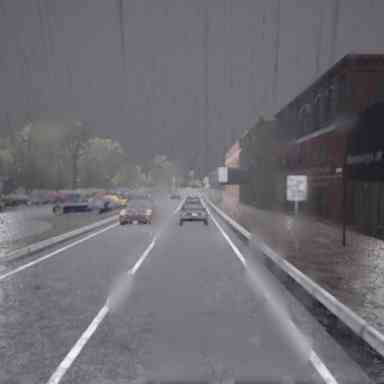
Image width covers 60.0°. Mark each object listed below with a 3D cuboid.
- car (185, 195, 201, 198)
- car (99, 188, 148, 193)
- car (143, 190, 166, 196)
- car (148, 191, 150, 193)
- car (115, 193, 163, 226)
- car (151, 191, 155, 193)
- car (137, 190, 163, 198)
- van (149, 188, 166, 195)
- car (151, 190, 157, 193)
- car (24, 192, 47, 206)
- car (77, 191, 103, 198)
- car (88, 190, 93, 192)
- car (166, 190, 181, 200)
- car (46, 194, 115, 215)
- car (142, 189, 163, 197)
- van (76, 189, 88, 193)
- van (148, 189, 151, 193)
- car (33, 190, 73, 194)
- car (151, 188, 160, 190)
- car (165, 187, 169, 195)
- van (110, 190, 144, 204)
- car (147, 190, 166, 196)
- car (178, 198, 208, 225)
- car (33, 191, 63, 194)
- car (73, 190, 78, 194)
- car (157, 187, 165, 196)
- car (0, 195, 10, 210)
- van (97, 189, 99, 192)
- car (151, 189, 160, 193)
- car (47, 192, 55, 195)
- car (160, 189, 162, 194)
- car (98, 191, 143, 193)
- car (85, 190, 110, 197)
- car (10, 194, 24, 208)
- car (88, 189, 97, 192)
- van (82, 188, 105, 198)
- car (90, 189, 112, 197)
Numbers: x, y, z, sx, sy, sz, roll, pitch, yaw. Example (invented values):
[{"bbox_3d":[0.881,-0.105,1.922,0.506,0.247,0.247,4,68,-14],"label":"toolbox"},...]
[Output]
[{"bbox_3d":[0.138,1.088,42.134,2.128,1.511,4.902,0,1,0],"label":"car"},{"bbox_3d":[-9.255,0.762,45.456,5.566,2.045,2.435,0,0,0],"label":"car"},{"bbox_3d":[-9.233,0.233,82.205,5.366,1.575,1.946,0,1,0],"label":"car"},{"bbox_3d":[-9.250,1.006,51.109,4.674,1.452,2.002,0,0,0],"label":"car"},{"bbox_3d":[-3.342,1.183,21.837,2.097,1.767,4.553,0,1,0],"label":"car"},{"bbox_3d":[-9.213,0.931,56.774,4.674,1.452,2.002,0,1,0],"label":"car"},{"bbox_3d":[-9.287,0.453,73.731,5.366,1.575,1.946,0,1,0],"label":"car"},{"bbox_3d":[-9.127,-0.137,87.848,4.442,1.987,1.878,0,1,0],"label":"van"},{"bbox_3d":[-9.190,0.862,59.607,4.674,1.452,2.002,0,1,0],"label":"car"},{"bbox_3d":[-21.886,1.037,42.672,4.892,1.521,2.231,0,0,0],"label":"car"},{"bbox_3d":[-21.695,0.530,70.924,4.892,1.521,2.231,0,1,0],"label":"car"},{"bbox_3d":[-21.778,0.778,62.459,4.792,1.488,2.163,0,2,0],"label":"car"},{"bbox_3d":[-3.118,0.797,62.882,2.033,1.411,5.357,0,1,1],"label":"car"},{"bbox_3d":[-9.422,1.184,28.504,4.792,1.488,2.163,0,0,0],"label":"car"},{"bbox_3d":[-9.115,0.257,76.552,4.553,1.767,2.185,0,1,0],"label":"car"},{"bbox_3d":[-21.646,0.596,59.626,4.442,1.987,1.878,0,1,0],"label":"van"},{"bbox_3d":[-9.346,0.714,53.813,4.442,1.987,1.878,0,1,0],"label":"van"},{"bbox_3d":[-21.796,0.715,51.016,5.566,2.045,2.435,0,0,0],"label":"car"},{"bbox_3d":[-9.187,0.550,65.253,4.553,1.767,2.185,0,1,0],"label":"car"},{"bbox_3d":[-8.880,0.306,79.378,5.366,1.575,1.946,0,1,0],"label":"car"},{"bbox_3d":[-9.382,0.764,48.282,4.442,1.987,1.878,0,0,0],"label":"van"},{"bbox_3d":[-9.026,0.202,85.030,4.674,1.452,2.002,0,1,0],"label":"car"},{"bbox_3d":[0.104,1.373,22.464,2.033,1.411,5.357,0,1,0],"label":"car"},{"bbox_3d":[-21.813,1.019,48.195,4.792,1.488,2.163,0,0,0],"label":"car"},{"bbox_3d":[-21.799,0.939,53.853,5.008,1.535,2.097,0,0,0],"label":"car"},{"bbox_3d":[-9.148,0.278,70.899,5.566,2.045,2.435,0,1,0],"label":"car"},{"bbox_3d":[-21.904,0.981,34.200,4.553,1.767,2.185,0,0,0],"label":"car"},{"bbox_3d":[-21.826,0.377,68.095,4.442,1.987,1.878,0,2,0],"label":"van"},{"bbox_3d":[-9.169,0.749,62.431,5.008,1.535,2.097,0,1,0],"label":"car"},{"bbox_3d":[-21.832,1.043,45.371,4.792,1.488,2.163,0,0,0],"label":"car"},{"bbox_3d":[-9.140,0.642,68.082,4.674,1.452,2.002,0,1,0],"label":"car"},{"bbox_3d":[-9.307,1.037,42.632,5.008,1.535,2.097,0,0,0],"label":"car"},{"bbox_3d":[-21.658,0.386,76.445,5.008,1.535,2.097,0,1,0],"label":"car"},{"bbox_3d":[-21.913,1.084,36.901,5.008,1.535,2.097,0,0,0],"label":"car"},{"bbox_3d":[-21.696,0.553,65.151,4.553,1.767,2.185,0,1,0],"label":"car"},{"bbox_3d":[-21.786,0.230,73.744,4.442,1.987,1.878,0,1,0],"label":"van"},{"bbox_3d":[-21.665,0.187,79.264,4.553,1.767,2.185,0,1,0],"label":"car"}]
